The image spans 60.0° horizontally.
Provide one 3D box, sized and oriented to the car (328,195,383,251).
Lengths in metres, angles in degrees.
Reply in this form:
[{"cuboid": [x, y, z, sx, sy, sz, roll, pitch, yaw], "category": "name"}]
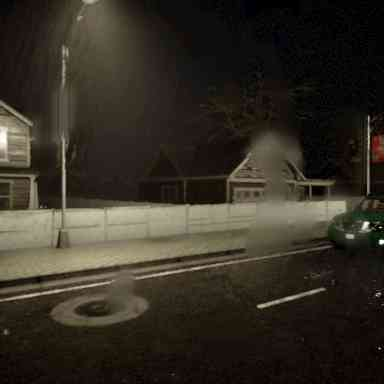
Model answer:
[{"cuboid": [7.569, 1.128, 12.612, 5.566, 2.045, 2.150, 0, 0, -34], "category": "car"}]
